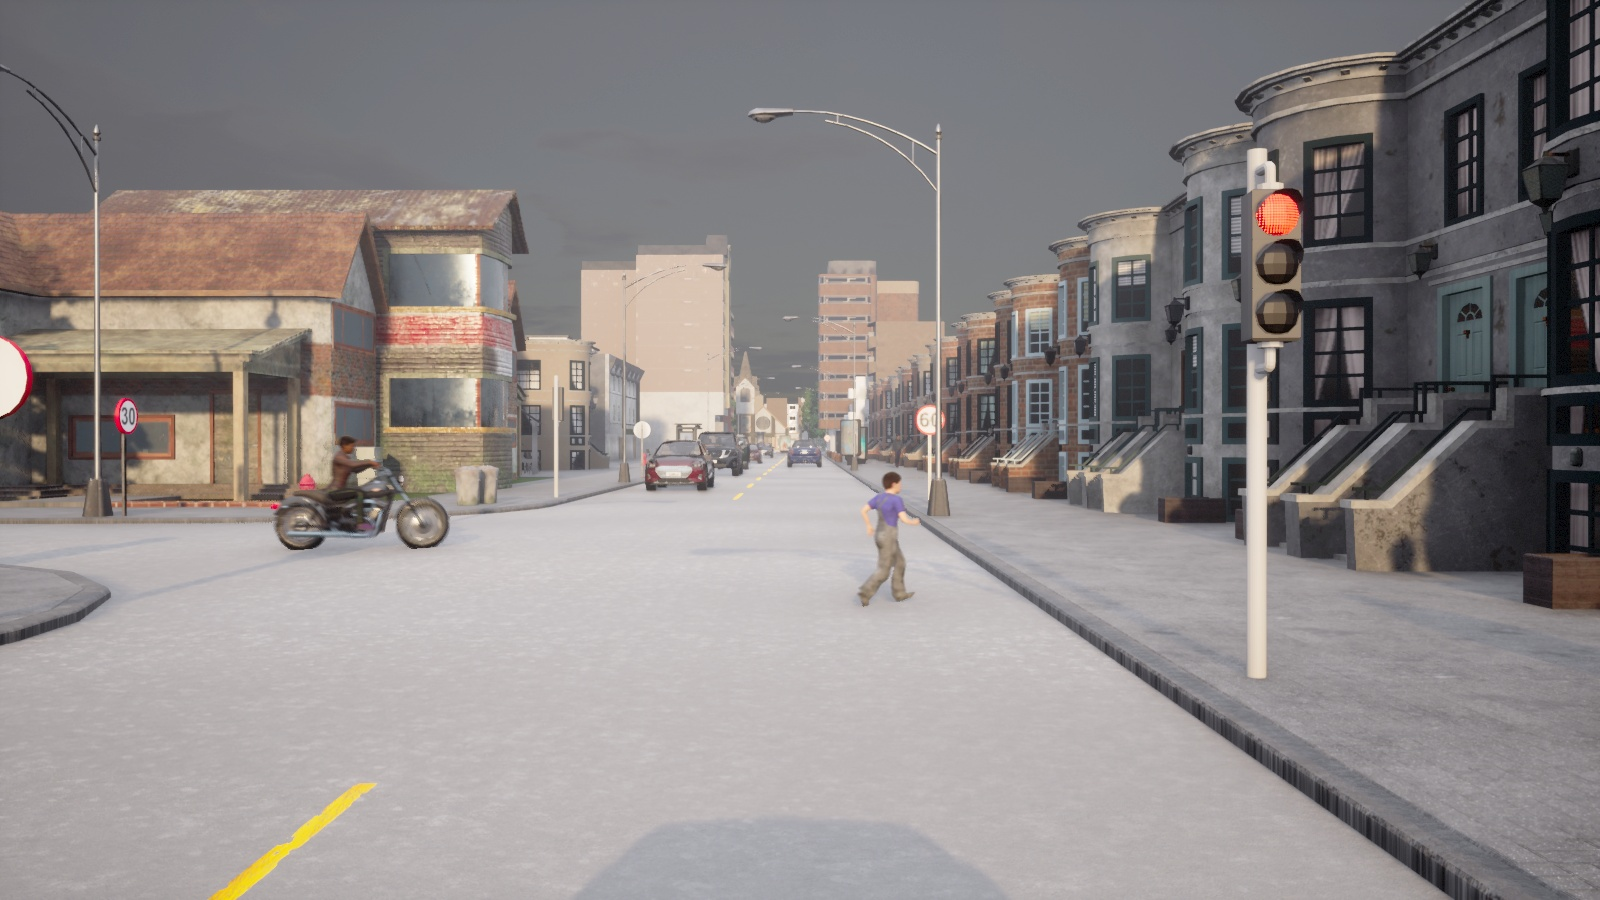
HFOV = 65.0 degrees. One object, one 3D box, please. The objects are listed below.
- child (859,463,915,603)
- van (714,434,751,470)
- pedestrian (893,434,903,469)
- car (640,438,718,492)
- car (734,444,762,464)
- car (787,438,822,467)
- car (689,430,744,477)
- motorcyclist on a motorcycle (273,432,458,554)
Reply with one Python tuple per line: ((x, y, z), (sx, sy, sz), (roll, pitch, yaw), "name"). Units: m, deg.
((0.803, 0.752, 11.555), (0.437, 1.263, 0.270), (0, 0, -21), "child")
((-3.748, 0.100, 70.267), (1.775, 1.987, 4.442), (0, 0, 0), "van")
((5.398, 0.069, 69.279), (0.423, 1.949, 0.788), (0, 0, -7), "pedestrian")
((-3.853, 0.443, 40.826), (2.033, 1.649, 4.856), (0, 0, 0), "car")
((-3.677, 0.264, 89.499), (1.812, 1.442, 4.674), (0, 0, 0), "car")
((0.283, 0.162, 78.577), (2.097, 1.767, 4.553), (0, 0, 0), "car")
((-3.793, 0.135, 57.977), (2.150, 2.045, 5.566), (0, 0, 0), "car")
((-6.053, 0.593, 17.616), (2.350, 1.649, 0.766), (0, -1, -9), "motorcyclist on a motorcycle")
